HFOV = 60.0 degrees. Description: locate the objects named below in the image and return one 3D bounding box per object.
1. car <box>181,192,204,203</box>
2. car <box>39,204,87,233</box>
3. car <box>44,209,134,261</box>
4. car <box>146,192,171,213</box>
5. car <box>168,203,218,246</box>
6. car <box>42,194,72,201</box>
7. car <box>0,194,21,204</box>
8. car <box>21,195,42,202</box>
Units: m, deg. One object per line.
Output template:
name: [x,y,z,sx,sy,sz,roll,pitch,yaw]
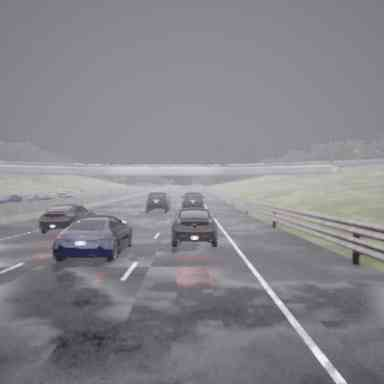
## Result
car: [0.102,1.003,34.263,2.150,2.045,5.566,0,1,0]
car: [-6.898,1.434,18.877,1.837,1.490,4.892,0,0,0]
car: [-3.399,1.522,12.133,1.994,1.385,4.181,0,0,0]
car: [-3.409,1.003,34.309,2.150,2.045,5.566,0,1,0]
car: [0.102,1.450,14.860,1.837,1.490,4.892,0,0,0]
car: [-17.580,1.064,44.545,2.128,1.511,4.902,0,1,0]
car: [-24.576,1.051,44.510,1.882,1.535,5.008,0,1,0]
car: [-21.072,1.144,45.779,1.895,1.301,4.718,0,1,0]
